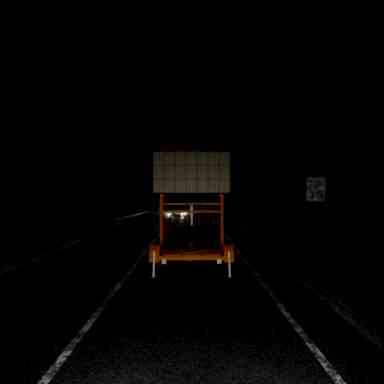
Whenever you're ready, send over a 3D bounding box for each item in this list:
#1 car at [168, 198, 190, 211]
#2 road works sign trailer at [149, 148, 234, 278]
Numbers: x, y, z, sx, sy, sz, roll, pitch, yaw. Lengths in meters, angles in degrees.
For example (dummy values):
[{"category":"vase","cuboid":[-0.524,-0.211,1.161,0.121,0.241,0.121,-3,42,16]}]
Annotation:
[{"category":"car","cuboid":[-1.528,1.481,39.776,1.882,1.535,5.008,0,0,9]},{"category":"road works sign trailer","cuboid":[-0.011,0.467,10.114,2.380,3.560,2.880,0,0,0]}]
